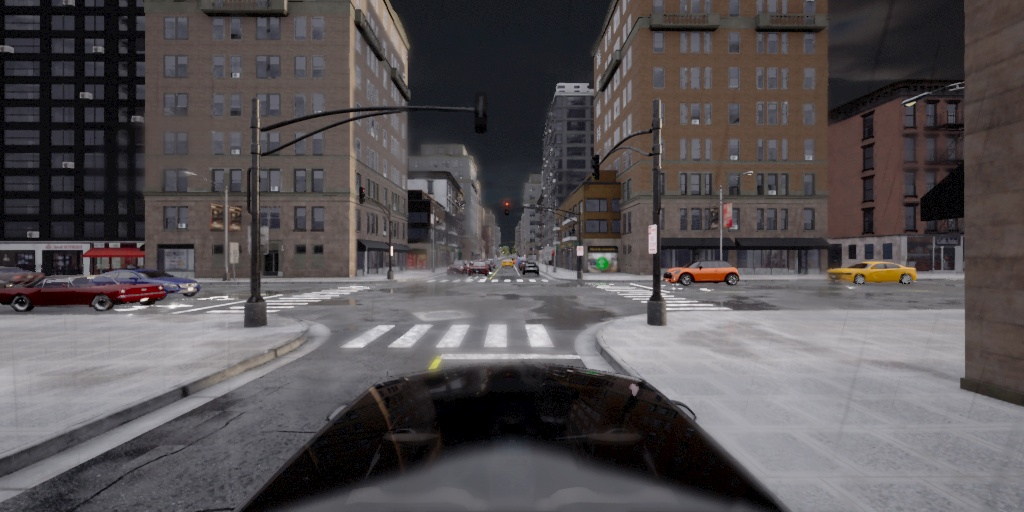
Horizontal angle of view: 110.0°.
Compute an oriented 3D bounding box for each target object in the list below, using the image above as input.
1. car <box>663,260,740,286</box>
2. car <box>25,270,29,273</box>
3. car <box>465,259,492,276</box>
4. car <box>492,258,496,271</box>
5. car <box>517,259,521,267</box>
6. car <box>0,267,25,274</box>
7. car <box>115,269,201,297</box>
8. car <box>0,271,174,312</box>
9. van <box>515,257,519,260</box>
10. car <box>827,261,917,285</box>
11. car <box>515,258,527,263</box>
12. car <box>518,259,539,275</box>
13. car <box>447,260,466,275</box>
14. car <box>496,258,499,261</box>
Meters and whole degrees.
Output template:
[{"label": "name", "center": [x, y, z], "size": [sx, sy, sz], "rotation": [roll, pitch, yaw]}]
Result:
[{"label": "car", "center": [12.701, 1.054, 24.287], "size": [4.553, 1.767, 2.097], "rotation": [0, 0, -1]}, {"label": "car", "center": [-34.420, 1.436, 23.715], "size": [5.357, 1.411, 2.033], "rotation": [0, 0, -1]}, {"label": "car", "center": [-3.450, 1.265, 37.822], "size": [1.882, 1.535, 5.008], "rotation": [0, 0, 0]}, {"label": "car", "center": [-3.515, 1.308, 47.415], "size": [1.837, 1.490, 4.892], "rotation": [0, 0, 0]}, {"label": "car", "center": [1.947, 1.391, 50.706], "size": [1.802, 1.307, 4.207], "rotation": [0, 0, 0]}, {"label": "car", "center": [-27.462, 1.396, 17.097], "size": [5.357, 1.411, 2.033], "rotation": [0, 0, -1]}, {"label": "car", "center": [-17.735, 1.337, 17.211], "size": [4.674, 1.442, 1.812], "rotation": [0, 0, 1]}, {"label": "car", "center": [-16.563, 1.401, 13.982], "size": [4.718, 1.301, 1.895], "rotation": [0, 0, -1]}, {"label": "van", "center": [1.869, 1.173, 61.727], "size": [1.690, 1.789, 3.998], "rotation": [0, 0, 0]}, {"label": "car", "center": [24.402, 1.131, 24.432], "size": [5.008, 1.535, 1.882], "rotation": [0, 0, -1]}, {"label": "car", "center": [1.908, 1.386, 56.217], "size": [1.948, 1.339, 4.313], "rotation": [0, 0, 0]}, {"label": "car", "center": [2.025, 1.355, 39.684], "size": [1.948, 1.339, 4.313], "rotation": [0, 0, 0]}, {"label": "car", "center": [-6.000, 1.229, 39.628], "size": [1.967, 1.591, 4.097], "rotation": [0, 0, 0]}, {"label": "car", "center": [-3.576, 1.424, 57.555], "size": [1.895, 1.301, 4.718], "rotation": [0, 0, 0]}]
